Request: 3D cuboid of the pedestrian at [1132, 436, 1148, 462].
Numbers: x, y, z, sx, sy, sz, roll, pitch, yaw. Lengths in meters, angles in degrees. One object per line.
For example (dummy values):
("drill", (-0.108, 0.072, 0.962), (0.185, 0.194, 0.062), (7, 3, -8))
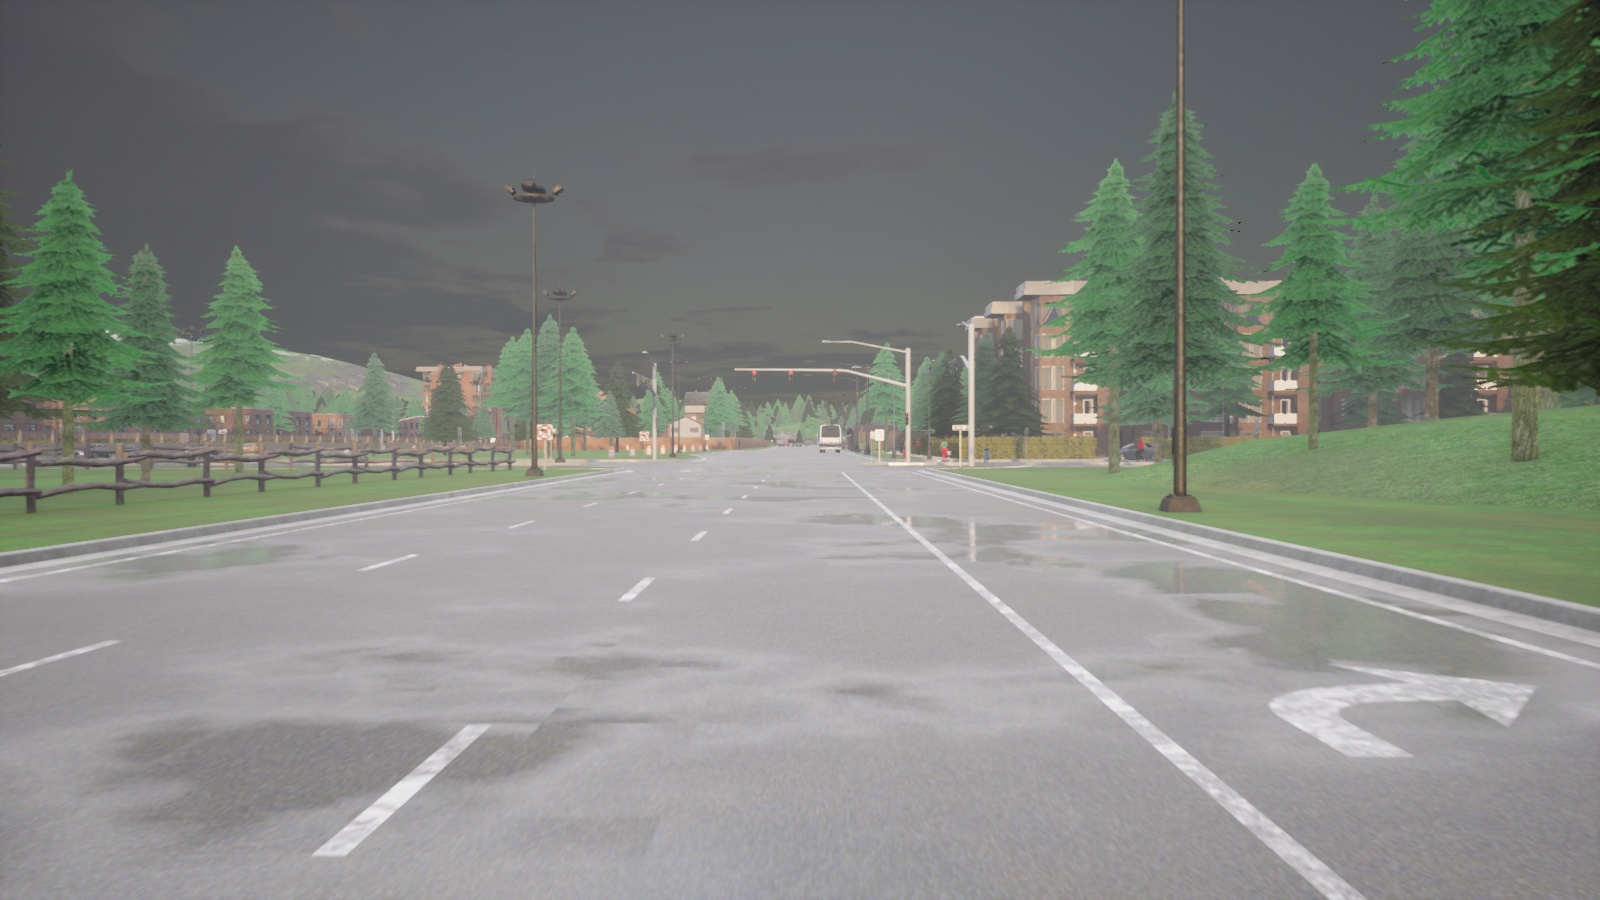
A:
("pedestrian", (23.341, -0.071, 86.194), (0.899, 1.844, 0.634), (0, 0, 4))
